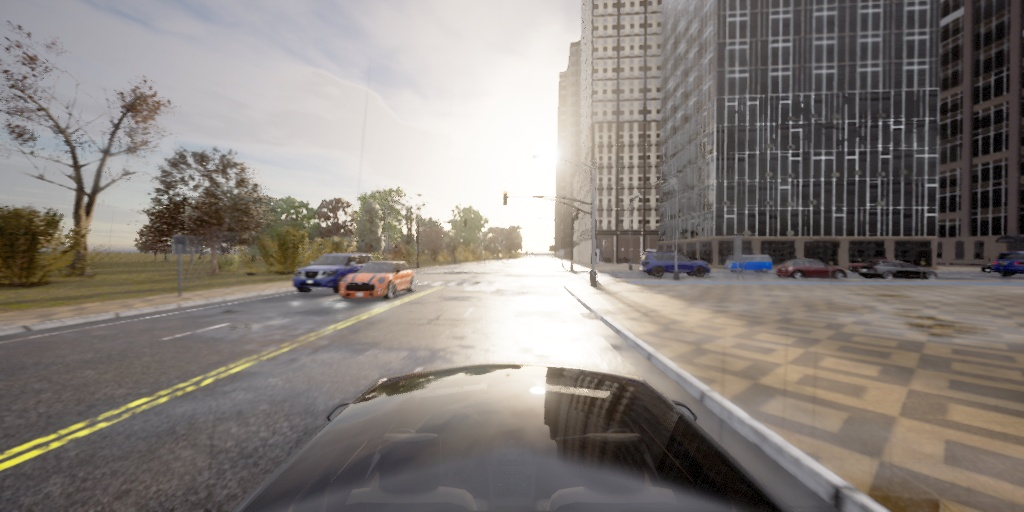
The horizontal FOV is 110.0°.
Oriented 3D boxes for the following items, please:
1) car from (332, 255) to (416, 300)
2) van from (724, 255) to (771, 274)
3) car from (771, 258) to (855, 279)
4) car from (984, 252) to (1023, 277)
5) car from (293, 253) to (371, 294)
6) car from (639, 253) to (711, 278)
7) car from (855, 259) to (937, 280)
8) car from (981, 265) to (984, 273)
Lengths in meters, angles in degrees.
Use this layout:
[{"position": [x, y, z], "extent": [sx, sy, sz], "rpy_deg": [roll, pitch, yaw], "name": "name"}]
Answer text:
[{"position": [-6.216, 1.005, 17.102], "extent": [2.097, 1.767, 4.553], "rpy_deg": [0, 0, 3], "name": "car"}, {"position": [23.097, 0.799, 35.118], "extent": [3.998, 1.789, 1.690], "rpy_deg": [0, 0, 6], "name": "van"}, {"position": [22.164, 0.968, 26.544], "extent": [4.097, 1.591, 1.967], "rpy_deg": [0, 0, 6], "name": "car"}, {"position": [40.710, 0.666, 27.372], "extent": [5.566, 2.045, 2.150], "rpy_deg": [-1, 0, 6], "name": "car"}, {"position": [-9.354, 0.852, 19.593], "extent": [2.150, 2.045, 5.566], "rpy_deg": [0, 0, 3], "name": "car"}, {"position": [13.626, 0.759, 30.273], "extent": [5.566, 2.045, 2.150], "rpy_deg": [0, 0, 6], "name": "car"}, {"position": [27.827, 1.073, 25.998], "extent": [4.313, 1.339, 1.948], "rpy_deg": [0, 0, 6], "name": "car"}, {"position": [45.709, 0.944, 32.589], "extent": [4.313, 1.339, 1.948], "rpy_deg": [0, 0, 6], "name": "car"}]
